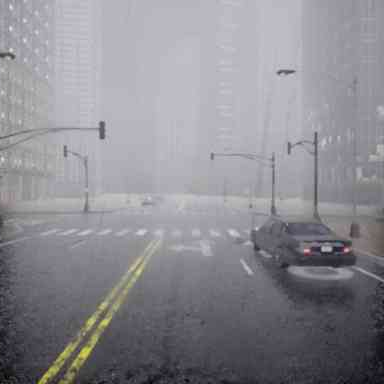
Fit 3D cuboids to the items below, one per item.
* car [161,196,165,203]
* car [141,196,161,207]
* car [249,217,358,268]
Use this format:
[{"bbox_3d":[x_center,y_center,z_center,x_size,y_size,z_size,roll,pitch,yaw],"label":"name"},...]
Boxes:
[{"bbox_3d":[-6.513,1.510,67.030,1.812,1.442,4.674,0,0,0],"label":"car"},{"bbox_3d":[-6.557,1.550,51.449,2.033,1.411,5.357,0,0,0],"label":"car"},{"bbox_3d":[3.379,1.555,11.245,2.033,1.411,5.357,0,0,-4],"label":"car"}]
